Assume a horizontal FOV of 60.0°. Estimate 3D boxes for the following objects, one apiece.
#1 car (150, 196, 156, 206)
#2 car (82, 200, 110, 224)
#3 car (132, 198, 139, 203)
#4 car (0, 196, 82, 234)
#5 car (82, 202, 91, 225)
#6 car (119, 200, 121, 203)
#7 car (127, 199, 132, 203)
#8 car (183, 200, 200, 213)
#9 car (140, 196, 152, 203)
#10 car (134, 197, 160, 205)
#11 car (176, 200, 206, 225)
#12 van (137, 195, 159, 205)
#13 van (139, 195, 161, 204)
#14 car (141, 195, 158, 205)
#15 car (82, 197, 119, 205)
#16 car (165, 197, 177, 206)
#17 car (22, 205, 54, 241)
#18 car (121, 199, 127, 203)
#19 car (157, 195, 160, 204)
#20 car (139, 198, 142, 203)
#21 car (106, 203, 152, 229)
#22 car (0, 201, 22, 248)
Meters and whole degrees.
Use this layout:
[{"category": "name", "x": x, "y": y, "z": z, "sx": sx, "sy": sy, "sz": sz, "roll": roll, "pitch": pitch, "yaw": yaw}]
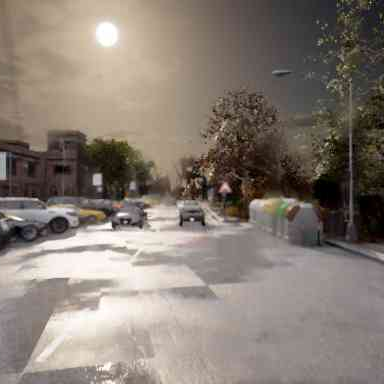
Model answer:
[{"category": "car", "x": -9.167, "y": 1.842, "z": 54.910, "sx": 5.366, "sy": 1.575, "sz": 1.946, "roll": -1, "pitch": -1, "yaw": -20}, {"category": "car", "x": -9.194, "y": 1.612, "z": 24.900, "sx": 5.366, "sy": 1.575, "sz": 1.946, "roll": -1, "pitch": -1, "yaw": -20}, {"category": "car", "x": -9.308, "y": 1.753, "z": 39.853, "sx": 4.792, "sy": 1.488, "sz": 2.163, "roll": -1, "pitch": -1, "yaw": -20}, {"category": "car", "x": -9.362, "y": 1.329, "z": 18.843, "sx": 5.566, "sy": 2.045, "sz": 2.435, "roll": -1, "pitch": -1, "yaw": -20}, {"category": "car", "x": -9.348, "y": 1.628, "z": 21.842, "sx": 4.792, "sy": 1.488, "sz": 2.163, "roll": -1, "pitch": -1, "yaw": -20}, {"category": "car", "x": -9.349, "y": 1.697, "z": 30.835, "sx": 4.674, "sy": 1.452, "sz": 2.002, "roll": -1, "pitch": 0, "yaw": -20}, {"category": "car", "x": -9.372, "y": 1.575, "z": 36.834, "sx": 4.553, "sy": 1.767, "sz": 2.185, "roll": -1, "pitch": -1, "yaw": -20}, {"category": "car", "x": -0.066, "y": 1.749, "z": 42.321, "sx": 2.128, "sy": 1.511, "sz": 4.902, "roll": 0, "pitch": 0, "yaw": 0}, {"category": "car", "x": -9.344, "y": 1.823, "z": 51.845, "sx": 4.892, "sy": 1.521, "sz": 2.231, "roll": -1, "pitch": -1, "yaw": -20}, {"category": "car", "x": -9.418, "y": 1.931, "z": 69.864, "sx": 5.008, "sy": 1.535, "sz": 2.097, "roll": -1, "pitch": 0, "yaw": -20}, {"category": "car", "x": -0.002, "y": 1.640, "z": 25.208, "sx": 1.837, "sy": 1.490, "sz": 4.892, "roll": 0, "pitch": 0, "yaw": 0}, {"category": "van", "x": -9.551, "y": 1.693, "z": 72.810, "sx": 4.442, "sy": 1.987, "sz": 1.878, "roll": -1, "pitch": 1, "yaw": -21}, {"category": "van", "x": -9.579, "y": 1.678, "z": 75.811, "sx": 4.442, "sy": 1.987, "sz": 1.878, "roll": -1, "pitch": 1, "yaw": -21}, {"category": "car", "x": -9.175, "y": 1.867, "z": 57.911, "sx": 5.366, "sy": 1.575, "sz": 1.946, "roll": -1, "pitch": -1, "yaw": -20}, {"category": "car", "x": -9.350, "y": 1.385, "z": 27.859, "sx": 5.566, "sy": 2.045, "sz": 2.435, "roll": -1, "pitch": -1, "yaw": -20}, {"category": "car", "x": -4.078, "y": 1.791, "z": 64.311, "sx": 2.097, "sy": 1.767, "sz": 4.553, "roll": 0, "pitch": 0, "yaw": 0}, {"category": "car", "x": -9.367, "y": 1.593, "z": 15.841, "sx": 4.792, "sy": 1.488, "sz": 2.163, "roll": -1, "pitch": -1, "yaw": -20}, {"category": "car", "x": -9.378, "y": 1.553, "z": 33.833, "sx": 4.553, "sy": 1.767, "sz": 2.185, "roll": -1, "pitch": -1, "yaw": -20}, {"category": "car", "x": -9.558, "y": 1.937, "z": 66.795, "sx": 5.366, "sy": 1.575, "sz": 1.946, "roll": -1, "pitch": 0, "yaw": -20}, {"category": "car", "x": -9.335, "y": 1.787, "z": 42.844, "sx": 4.674, "sy": 1.452, "sz": 2.002, "roll": -1, "pitch": -1, "yaw": -20}, {"category": "car", "x": -4.135, "y": 1.682, "z": 22.644, "sx": 1.994, "sy": 1.385, "sz": 4.181, "roll": 0, "pitch": 0, "yaw": 0}, {"category": "car", "x": -9.369, "y": 1.421, "z": 12.828, "sx": 4.553, "sy": 1.767, "sz": 2.185, "roll": -1, "pitch": 0, "yaw": -20}]
